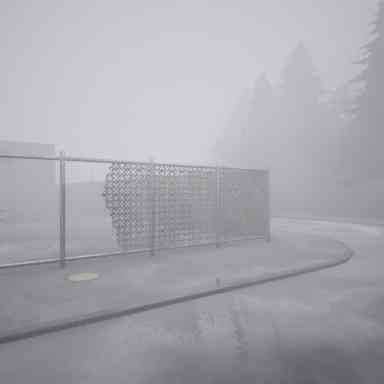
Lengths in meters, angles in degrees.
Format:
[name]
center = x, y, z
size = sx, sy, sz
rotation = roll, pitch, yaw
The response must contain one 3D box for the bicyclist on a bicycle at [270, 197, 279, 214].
[bicyclist on a bicycle]
center = 7.935, 1.349, 32.468
size = 1.656, 1.620, 0.582
rotation = 0, 0, -36
